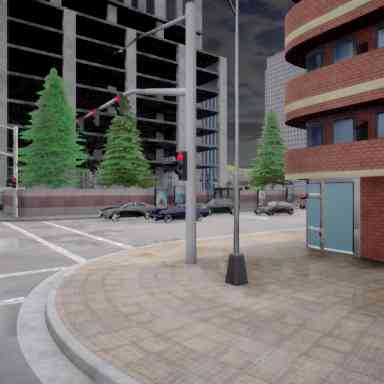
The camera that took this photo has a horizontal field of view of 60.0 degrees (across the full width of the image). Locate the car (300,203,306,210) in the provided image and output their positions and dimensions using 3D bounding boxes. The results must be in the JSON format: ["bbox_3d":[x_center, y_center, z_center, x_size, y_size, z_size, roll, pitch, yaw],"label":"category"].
[{"bbox_3d":[15.808,1.656,42.483,4.718,1.301,1.895,0,0,-35],"label":"car"}]

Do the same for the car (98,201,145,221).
[{"bbox_3d":[-5.279,1.547,27.618,4.902,1.511,2.128,0,0,-35],"label":"car"}]

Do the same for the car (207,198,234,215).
[{"bbox_3d":[2.214,1.407,32.903,4.553,1.767,2.097,0,0,-35],"label":"car"}]

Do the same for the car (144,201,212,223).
[{"bbox_3d":[-1.018,1.656,26.340,4.718,1.301,1.895,0,0,-35],"label":"car"}]

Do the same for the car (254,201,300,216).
[{"bbox_3d":[8.184,1.581,32.824,4.674,1.442,1.812,0,0,-35],"label":"car"}]
